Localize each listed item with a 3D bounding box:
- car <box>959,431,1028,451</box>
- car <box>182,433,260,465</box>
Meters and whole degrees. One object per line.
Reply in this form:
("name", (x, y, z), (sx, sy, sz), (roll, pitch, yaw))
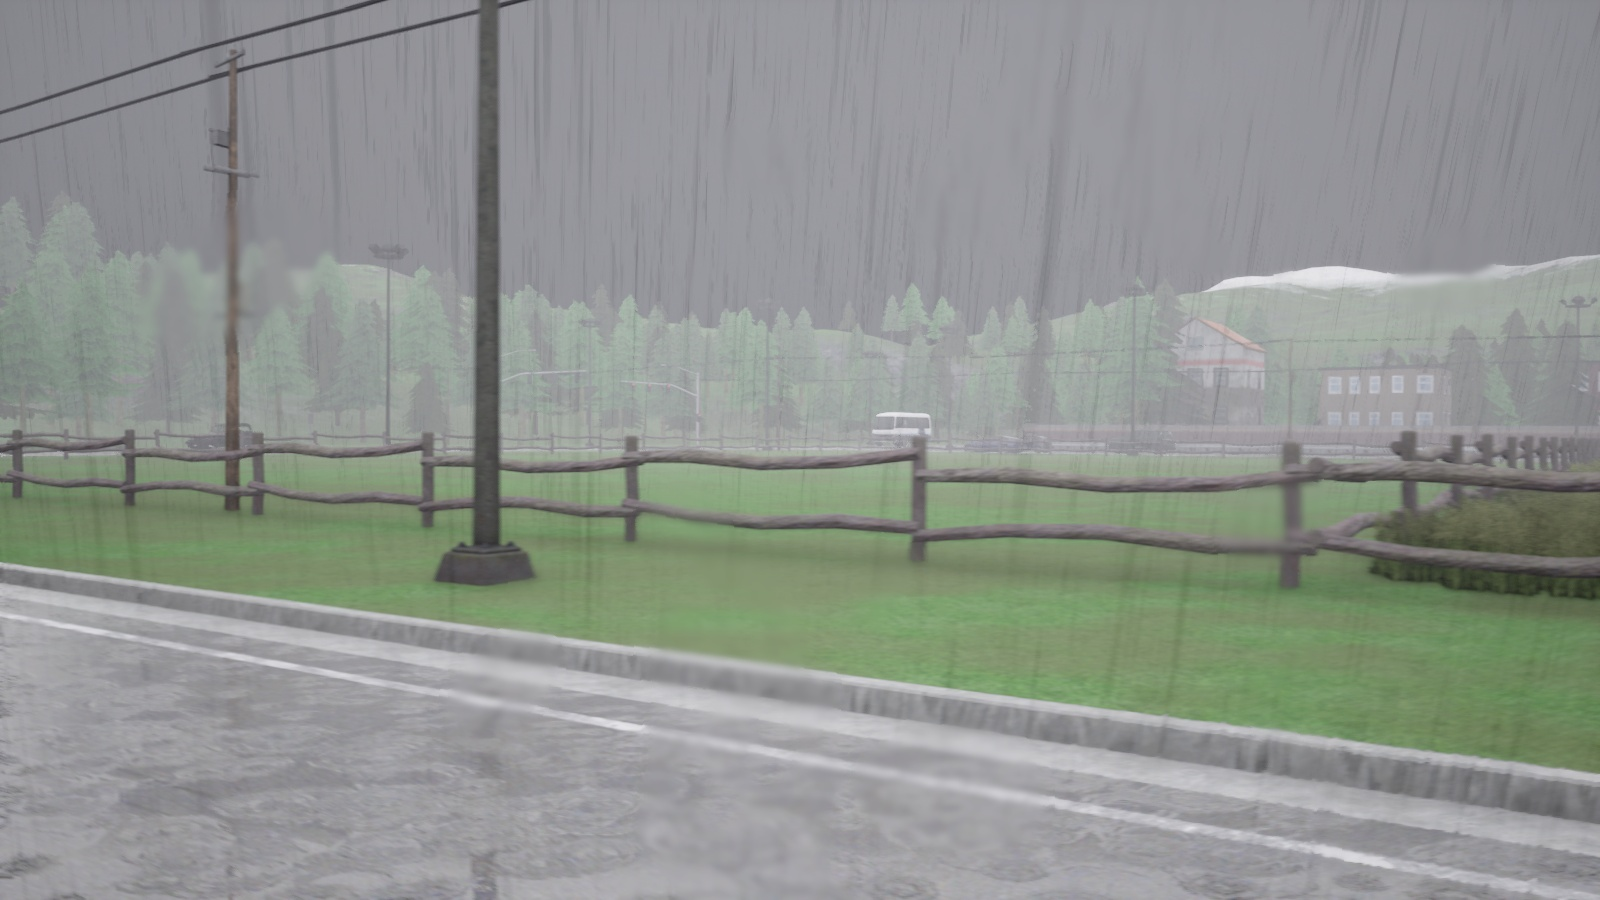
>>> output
("car", (14.974, -0.676, 97.354), (4.792, 1.488, 2.163), (0, 1, 34))
("car", (-35.027, -0.095, 76.066), (1.905, 1.878, 3.866), (0, 1, 34))
